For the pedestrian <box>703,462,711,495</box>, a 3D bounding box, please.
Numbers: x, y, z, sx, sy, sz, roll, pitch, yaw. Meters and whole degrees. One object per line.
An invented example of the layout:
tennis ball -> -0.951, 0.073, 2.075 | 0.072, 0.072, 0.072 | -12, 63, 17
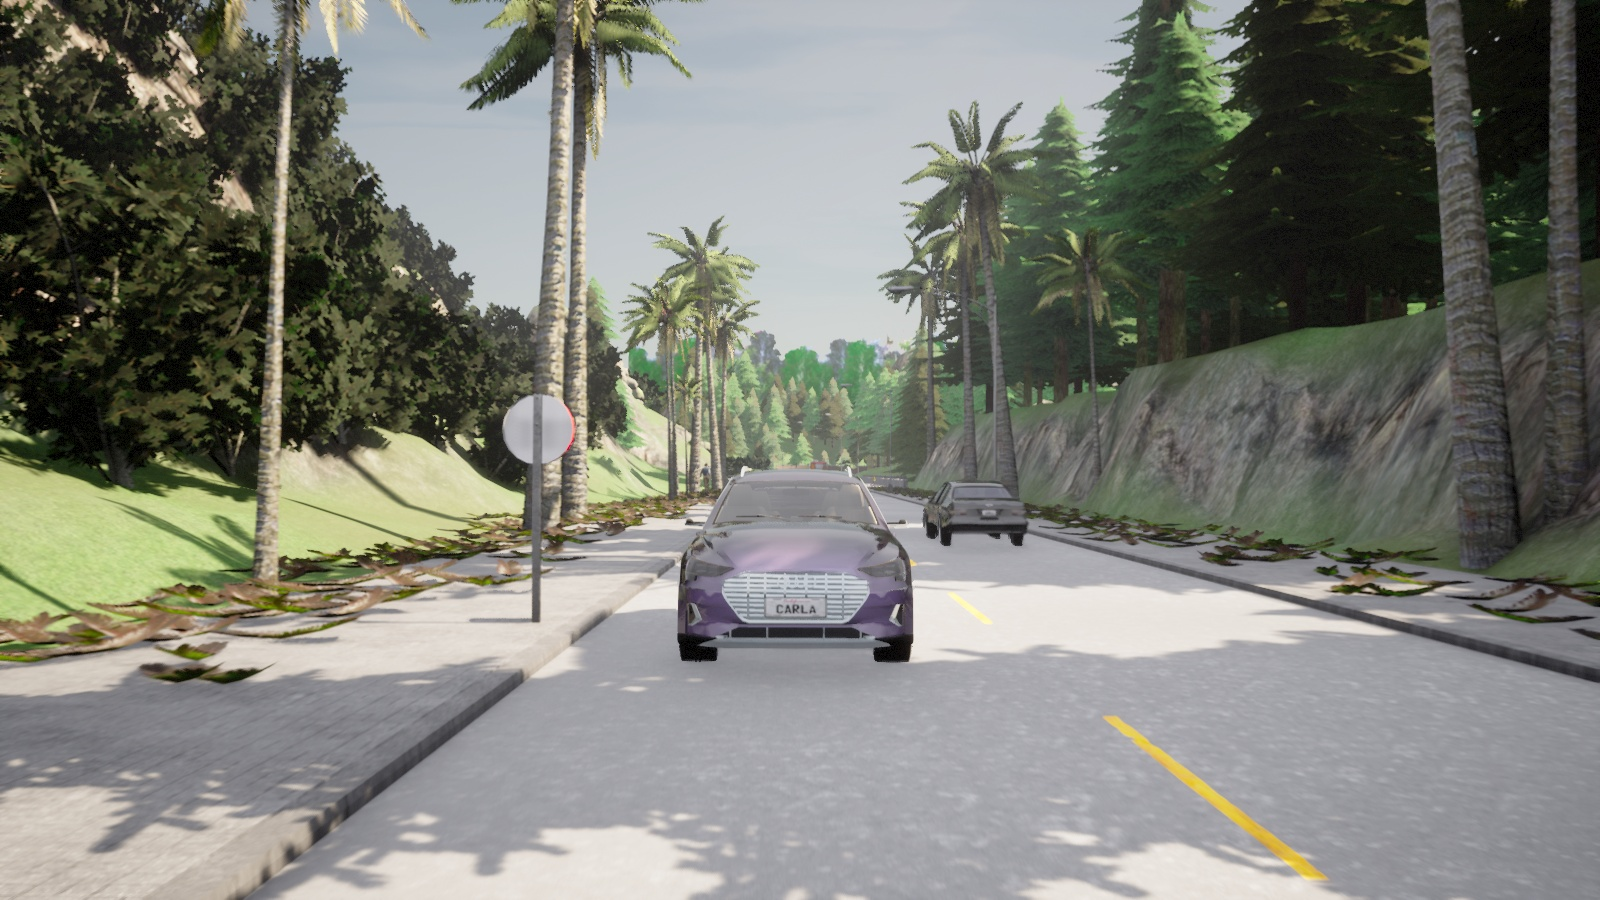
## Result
pedestrian -> -5.611, 1.712, 75.746 | 0.423, 1.949, 0.788 | 0, -1, 0

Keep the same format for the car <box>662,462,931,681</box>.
car -> -0.032, 0.962, 11.937 | 2.033, 1.649, 4.856 | 0, -1, 0

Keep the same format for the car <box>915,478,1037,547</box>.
car -> 3.924, 1.369, 28.898 | 2.033, 1.411, 5.357 | 0, -1, 0
